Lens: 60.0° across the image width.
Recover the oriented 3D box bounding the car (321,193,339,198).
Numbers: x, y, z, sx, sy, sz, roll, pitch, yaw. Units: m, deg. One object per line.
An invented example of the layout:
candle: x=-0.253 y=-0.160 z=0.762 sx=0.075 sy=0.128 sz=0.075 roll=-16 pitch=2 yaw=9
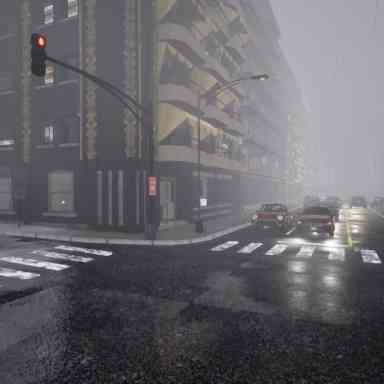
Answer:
car: x=19.068 y=1.348 z=44.901 sx=2.097 sy=1.767 sz=4.553 roll=0 pitch=0 yaw=25

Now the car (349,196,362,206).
car: x=26.851 y=1.472 z=54.687 sx=1.882 sy=1.535 sz=5.008 roll=0 pitch=0 yaw=24

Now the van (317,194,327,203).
van: x=25.985 y=1.335 z=66.529 sx=1.690 sy=1.788 sz=3.998 roll=0 pitch=0 yaw=24

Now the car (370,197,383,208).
car: x=26.599 y=1.435 z=47.655 sx=1.967 sy=1.590 sz=4.097 roll=0 pitch=0 yaw=24

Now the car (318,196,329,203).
car: x=28.322 y=1.543 z=71.660 sx=2.008 sy=1.369 sz=4.403 roll=0 pitch=0 yaw=24

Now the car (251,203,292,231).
car: x=4.953 y=1.438 z=20.343 sx=1.967 sy=1.590 sz=4.097 roll=0 pitch=0 yaw=24

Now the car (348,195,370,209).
car: x=22.812 y=1.348 z=45.783 sx=2.097 sy=1.767 sz=4.553 roll=0 pitch=0 yaw=24

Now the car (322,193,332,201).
car: x=35.331 y=1.304 z=87.056 sx=2.192 sy=1.841 sz=5.009 roll=0 pitch=0 yaw=24

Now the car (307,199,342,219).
car: x=10.660 y=1.561 z=26.591 sx=1.994 sy=1.385 sz=4.181 roll=0 pitch=0 yaw=25

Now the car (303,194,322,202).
car: x=16.636 y=1.311 z=46.002 sx=2.192 sy=1.841 sz=5.009 roll=0 pitch=0 yaw=24

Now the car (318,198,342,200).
car: x=14.803 y=1.597 z=35.650 sx=1.895 sy=1.301 sz=4.718 roll=0 pitch=0 yaw=25

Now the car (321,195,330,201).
car: x=32.925 y=1.516 z=81.769 sx=1.752 sy=1.417 sz=4.829 roll=0 pitch=0 yaw=24

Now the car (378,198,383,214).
car: x=19.588 y=1.541 z=32.259 sx=1.887 sy=1.381 sz=4.507 roll=0 pitch=0 yaw=24

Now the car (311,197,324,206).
car: x=21.241 y=1.521 z=56.110 sx=1.752 sy=1.417 sz=4.829 roll=0 pitch=0 yaw=24

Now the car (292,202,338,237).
car: x=6.919 y=1.523 z=18.402 sx=1.812 sy=1.442 sz=4.674 roll=0 pitch=0 yaw=25
